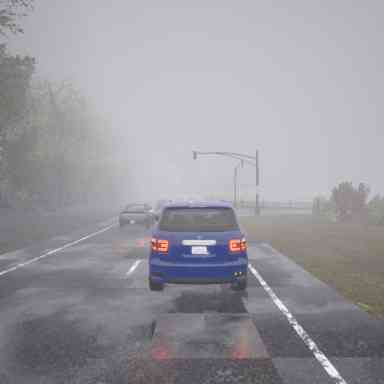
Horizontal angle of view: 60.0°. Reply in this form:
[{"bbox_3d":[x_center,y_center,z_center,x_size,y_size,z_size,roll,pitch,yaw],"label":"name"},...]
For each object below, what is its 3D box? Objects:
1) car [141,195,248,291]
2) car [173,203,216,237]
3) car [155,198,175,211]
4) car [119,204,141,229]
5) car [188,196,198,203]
[{"bbox_3d":[0.114,1.224,9.138,2.150,2.045,5.566,0,0,-1],"label":"car"},{"bbox_3d":[0.122,1.496,19.001,2.128,1.511,4.902,0,0,0],"label":"car"},{"bbox_3d":[-3.357,1.500,42.220,2.128,1.511,4.902,0,0,0],"label":"car"},{"bbox_3d":[-3.378,1.496,21.362,2.128,1.511,4.902,0,0,0],"label":"car"},{"bbox_3d":[0.153,1.551,68.506,2.033,1.411,5.357,0,0,0],"label":"car"}]
